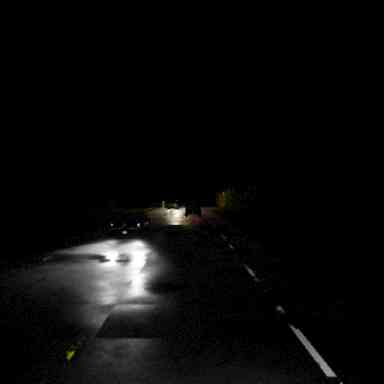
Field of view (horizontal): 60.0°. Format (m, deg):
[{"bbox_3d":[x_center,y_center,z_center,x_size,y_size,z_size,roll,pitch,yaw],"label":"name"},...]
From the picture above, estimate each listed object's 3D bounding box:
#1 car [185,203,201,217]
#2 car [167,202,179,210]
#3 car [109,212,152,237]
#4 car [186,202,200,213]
[{"bbox_3d":[0.132,2.134,39.764,2.128,1.511,4.902,0,-1,0],"label":"car"},{"bbox_3d":[-3.481,2.645,61.496,1.812,1.442,4.674,0,-1,1],"label":"car"},{"bbox_3d":[-3.584,1.883,19.990,1.895,1.301,4.718,0,-1,0],"label":"car"},{"bbox_3d":[0.143,2.411,52.462,2.128,1.511,4.902,0,-1,0],"label":"car"}]
